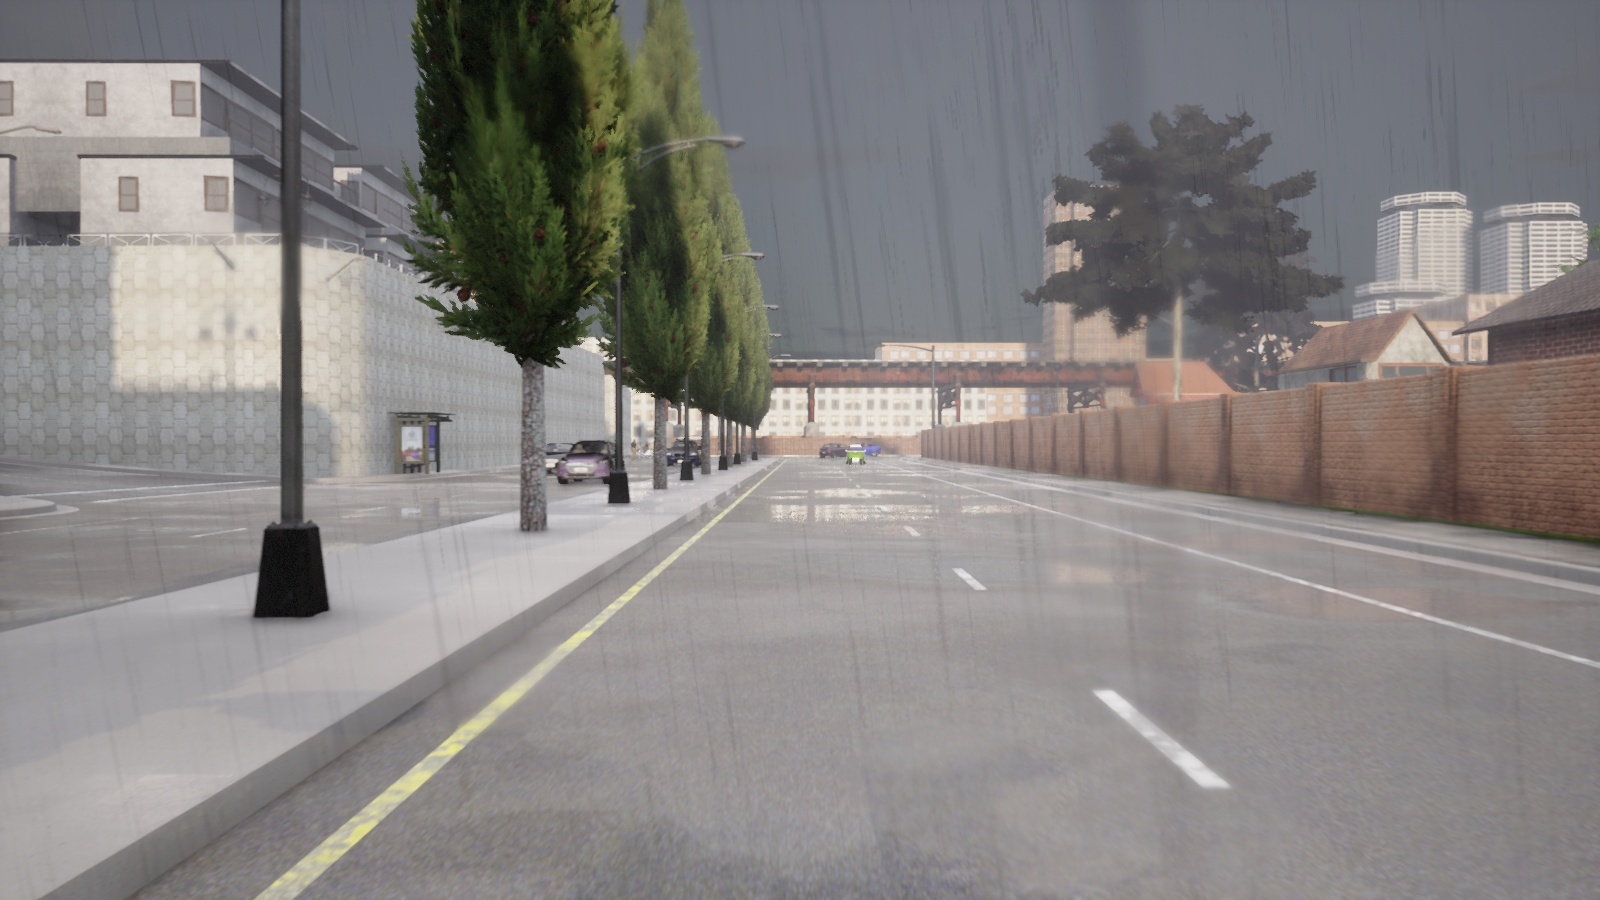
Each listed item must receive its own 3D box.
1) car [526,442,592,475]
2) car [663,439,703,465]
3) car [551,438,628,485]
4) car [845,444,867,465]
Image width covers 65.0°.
[{"bbox_3d":[-11.185,0.363,58.632,2.128,1.511,4.902,0,0,0],"label":"car"},{"bbox_3d":[-7.551,0.124,81.512,2.242,1.667,4.611,0,0,-1],"label":"car"},{"bbox_3d":[-7.745,0.404,46.709,2.033,1.649,4.856,0,0,0],"label":"car"},{"bbox_3d":[3.874,0.313,87.004,1.481,1.376,2.207,0,1,3],"label":"car"}]
